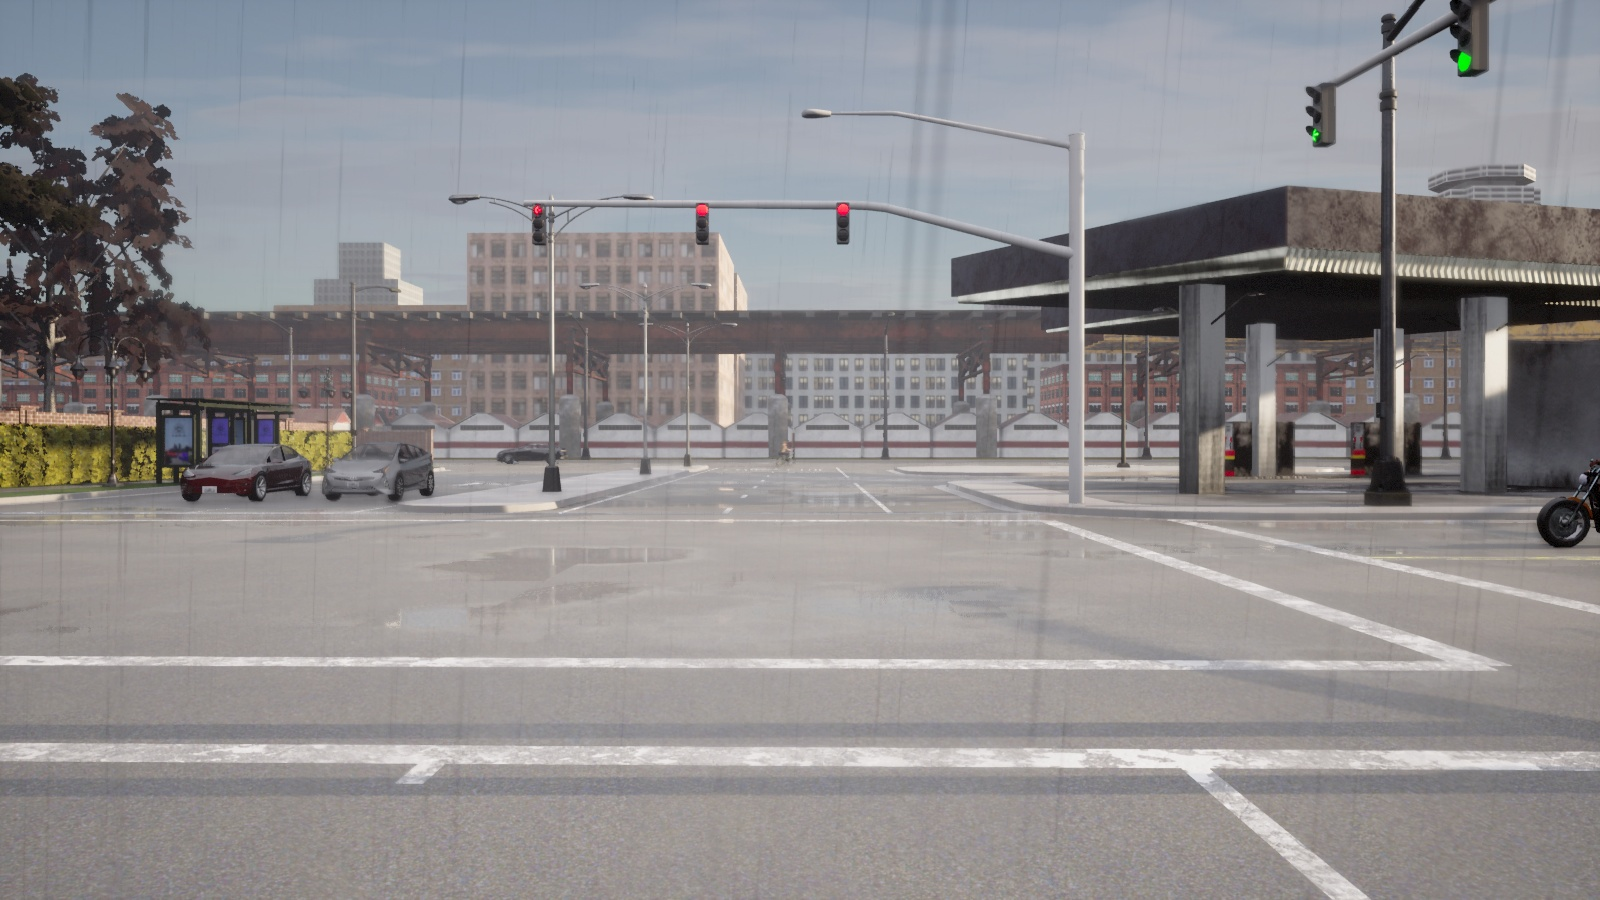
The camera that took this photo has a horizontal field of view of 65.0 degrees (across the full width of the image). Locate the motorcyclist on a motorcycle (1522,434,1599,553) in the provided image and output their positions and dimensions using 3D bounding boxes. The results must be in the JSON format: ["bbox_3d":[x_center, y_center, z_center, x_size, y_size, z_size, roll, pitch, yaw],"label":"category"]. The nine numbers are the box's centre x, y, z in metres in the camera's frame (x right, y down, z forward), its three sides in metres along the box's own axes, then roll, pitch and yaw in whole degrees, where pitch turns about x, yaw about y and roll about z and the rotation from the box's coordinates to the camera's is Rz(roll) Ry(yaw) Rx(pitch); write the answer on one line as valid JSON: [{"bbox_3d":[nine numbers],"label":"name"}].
[{"bbox_3d":[11.649,0.606,17.834,2.350,1.649,0.766,0,0,-1],"label":"motorcyclist on a motorcycle"}]

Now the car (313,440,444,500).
[{"bbox_3d":[-11.300,0.492,34.023,2.007,1.525,4.514,0,0,0],"label":"car"}]

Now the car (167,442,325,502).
[{"bbox_3d":[-14.822,0.543,33.925,2.163,1.488,4.792,0,0,0],"label":"car"}]

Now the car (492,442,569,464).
[{"bbox_3d":[-18.783,0.192,87.756,4.902,1.511,2.128,0,0,1],"label":"car"}]
